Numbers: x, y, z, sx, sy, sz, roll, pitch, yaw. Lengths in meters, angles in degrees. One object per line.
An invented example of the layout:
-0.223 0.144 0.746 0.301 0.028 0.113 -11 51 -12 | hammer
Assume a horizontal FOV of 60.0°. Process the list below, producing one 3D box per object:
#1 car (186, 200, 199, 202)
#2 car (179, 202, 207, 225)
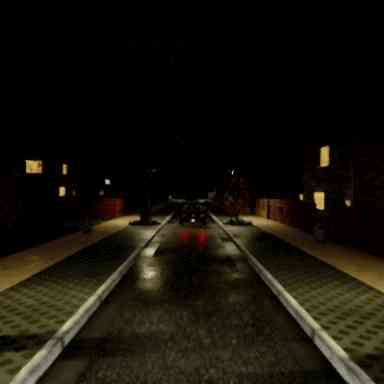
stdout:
0.046 1.646 39.448 1.895 1.301 4.718 0 0 0 | car
0.067 1.621 24.402 1.895 1.301 4.718 0 0 0 | car
